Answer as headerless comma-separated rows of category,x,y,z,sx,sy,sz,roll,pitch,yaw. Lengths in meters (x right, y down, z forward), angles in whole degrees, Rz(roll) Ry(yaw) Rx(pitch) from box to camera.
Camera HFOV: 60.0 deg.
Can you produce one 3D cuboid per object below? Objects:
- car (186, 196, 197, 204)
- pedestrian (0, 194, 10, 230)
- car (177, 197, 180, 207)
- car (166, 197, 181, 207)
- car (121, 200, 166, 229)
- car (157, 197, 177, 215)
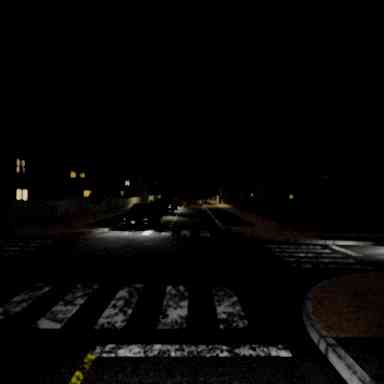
car,-0.070,1.617,65.971,1.837,1.490,4.892,0,0,0
pedestrian,-9.647,1.021,16.925,0.375,1.860,0.375,0,-2,0
car,-2.891,1.567,43.714,1.812,1.442,4.674,0,0,0
car,-2.863,1.562,53.887,2.128,1.511,4.902,0,0,0
car,-3.184,1.509,21.639,1.837,1.490,4.892,0,0,5
car,-2.881,1.371,33.367,2.097,1.767,4.553,0,0,0
